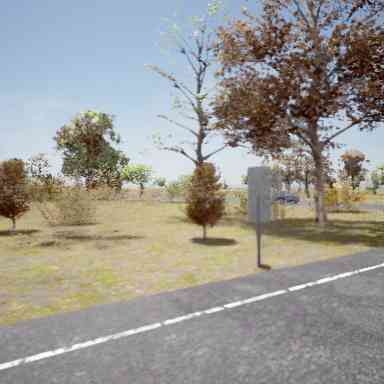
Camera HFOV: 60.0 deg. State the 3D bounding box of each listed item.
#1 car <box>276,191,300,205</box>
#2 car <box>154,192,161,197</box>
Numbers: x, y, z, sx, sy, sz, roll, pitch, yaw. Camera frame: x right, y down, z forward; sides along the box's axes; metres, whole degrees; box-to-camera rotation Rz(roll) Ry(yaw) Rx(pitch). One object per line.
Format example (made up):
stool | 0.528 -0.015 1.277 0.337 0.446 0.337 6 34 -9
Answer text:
car | 14.197 0.839 52.306 2.150 2.045 5.566 -1 1 -35
car | -9.123 0.706 86.477 1.895 1.301 4.718 -1 1 -29
